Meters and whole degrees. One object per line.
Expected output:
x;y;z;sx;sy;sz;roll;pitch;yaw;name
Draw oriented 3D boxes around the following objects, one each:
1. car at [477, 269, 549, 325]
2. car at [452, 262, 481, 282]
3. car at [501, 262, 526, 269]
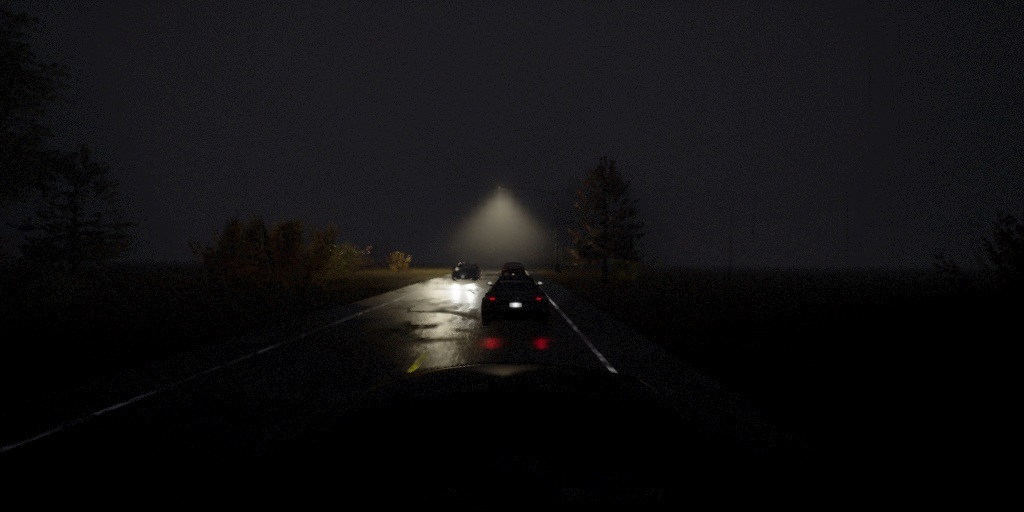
0.099;1.313;11.850;1.994;1.385;4.181;0;0;0;car
-3.599;1.238;28.754;2.128;1.511;4.902;0;0;0;car
0.097;1.224;29.687;1.882;1.535;5.008;0;0;0;car
